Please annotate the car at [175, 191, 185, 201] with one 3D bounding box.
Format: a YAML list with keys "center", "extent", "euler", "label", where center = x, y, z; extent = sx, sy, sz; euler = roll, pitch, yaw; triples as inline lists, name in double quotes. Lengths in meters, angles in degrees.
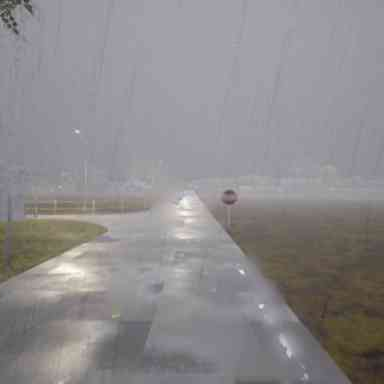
- center: [-2.874, 0.800, 66.701]
  extent: [2.097, 1.767, 4.553]
  euler: [0, 1, 0]
  label: "car"

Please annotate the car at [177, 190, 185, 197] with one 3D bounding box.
- center: [-2.940, 0.478, 88.156]
  extent: [2.097, 1.767, 4.553]
  euler: [0, 1, 0]
  label: "car"

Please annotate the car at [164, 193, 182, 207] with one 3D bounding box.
- center: [-2.808, 1.297, 46.787]
  extent: [1.812, 1.442, 4.674]
  euler: [0, 2, 0]
  label: "car"
